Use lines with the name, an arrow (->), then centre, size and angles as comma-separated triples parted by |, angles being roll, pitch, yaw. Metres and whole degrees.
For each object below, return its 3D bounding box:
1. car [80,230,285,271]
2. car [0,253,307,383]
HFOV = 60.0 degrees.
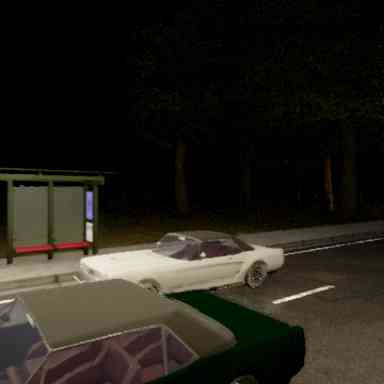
car -> -0.116, 1.601, 7.595 | 4.718, 1.301, 1.895 | 0, 0, -35
car -> -1.215, 1.601, 2.818 | 4.718, 1.301, 1.895 | 0, 0, -36
